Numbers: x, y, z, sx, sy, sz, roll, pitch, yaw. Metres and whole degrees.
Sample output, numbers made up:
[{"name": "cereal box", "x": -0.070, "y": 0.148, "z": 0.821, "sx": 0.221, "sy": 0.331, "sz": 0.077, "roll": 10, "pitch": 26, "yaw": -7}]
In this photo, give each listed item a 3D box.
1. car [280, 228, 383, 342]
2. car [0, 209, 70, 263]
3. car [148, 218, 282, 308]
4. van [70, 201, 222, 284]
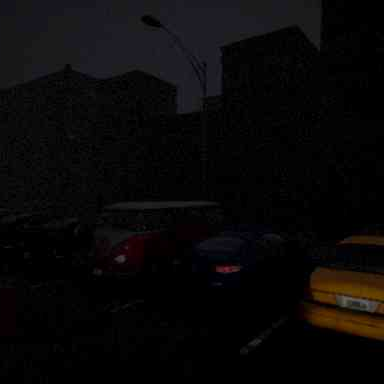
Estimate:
[{"name": "car", "x": 3.691, "y": 1.477, "z": 6.548, "sx": 1.946, "sy": 1.575, "sz": 5.366, "roll": 0, "pitch": 0, "yaw": 35}, {"name": "car", "x": -5.402, "y": 1.485, "z": 12.792, "sx": 2.231, "sy": 1.521, "sz": 4.892, "roll": 0, "pitch": 0, "yaw": 35}, {"name": "car", "x": 1.336, "y": 1.519, "z": 7.996, "sx": 2.002, "sy": 1.452, "sz": 4.674, "roll": 0, "pitch": 0, "yaw": 35}, {"name": "van", "x": -0.876, "y": 1.254, "z": 9.430, "sx": 1.878, "sy": 1.987, "sz": 4.442, "roll": 0, "pitch": 0, "yaw": 36}]
